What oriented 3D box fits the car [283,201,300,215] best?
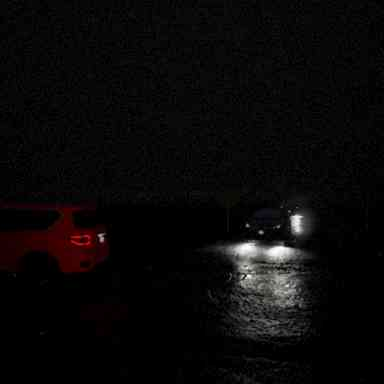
[{"bbox_3d":[10.357,1.628,35.033,1.895,1.301,4.718,0,0,19],"label":"car"}]

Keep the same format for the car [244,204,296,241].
[{"bbox_3d":[3.992,1.540,17.026,1.812,1.442,4.674,0,0,23],"label":"car"}]

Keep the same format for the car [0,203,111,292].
[{"bbox_3d":[-5.007,1.327,8.833,5.566,2.045,2.150,0,-1,4],"label":"car"}]
